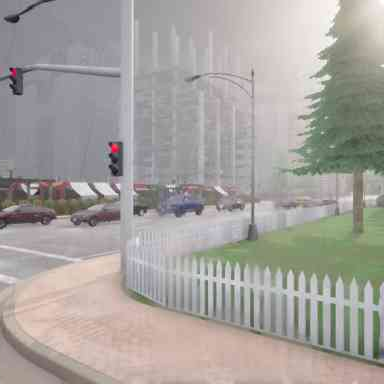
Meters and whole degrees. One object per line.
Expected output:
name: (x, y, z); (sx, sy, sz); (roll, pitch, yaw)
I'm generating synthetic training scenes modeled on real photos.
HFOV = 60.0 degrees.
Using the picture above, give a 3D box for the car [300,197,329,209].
car: (16.233, 1.564, 44.018); (1.994, 1.385, 4.181); (0, 0, 34)

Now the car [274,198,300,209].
car: (12.782, 1.547, 45.155); (2.033, 1.411, 5.357); (0, 0, 34)

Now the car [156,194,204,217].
car: (-0.964, 1.221, 31.352); (2.150, 2.045, 5.566); (0, 0, 34)

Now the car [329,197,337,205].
car: (21.100, 1.526, 51.245); (1.812, 1.442, 4.674); (0, 0, 34)

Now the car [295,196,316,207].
car: (18.269, 1.478, 53.306); (1.882, 1.535, 5.008); (0, 0, 34)

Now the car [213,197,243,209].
car: (5.181, 1.492, 46.672); (2.128, 1.511, 4.902); (0, 0, 34)

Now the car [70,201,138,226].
car: (-6.271, 1.526, 23.431); (1.812, 1.442, 4.674); (0, 0, 34)

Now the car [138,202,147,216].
car: (-6.169, 1.478, 29.887); (1.882, 1.535, 5.008); (0, 0, 34)

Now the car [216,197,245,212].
car: (4.669, 1.492, 39.694); (2.128, 1.511, 4.902); (0, 0, 34)

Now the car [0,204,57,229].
car: (-11.386, 1.526, 22.140); (1.812, 1.442, 4.674); (0, 0, 36)
